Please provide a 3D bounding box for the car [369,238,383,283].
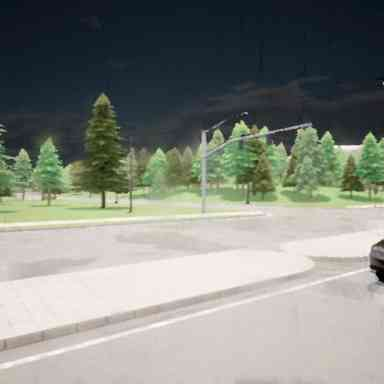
[{"bbox_3d":[6.341,1.480,8.301,4.902,1.511,2.128,0,0,-35],"label":"car"}]
